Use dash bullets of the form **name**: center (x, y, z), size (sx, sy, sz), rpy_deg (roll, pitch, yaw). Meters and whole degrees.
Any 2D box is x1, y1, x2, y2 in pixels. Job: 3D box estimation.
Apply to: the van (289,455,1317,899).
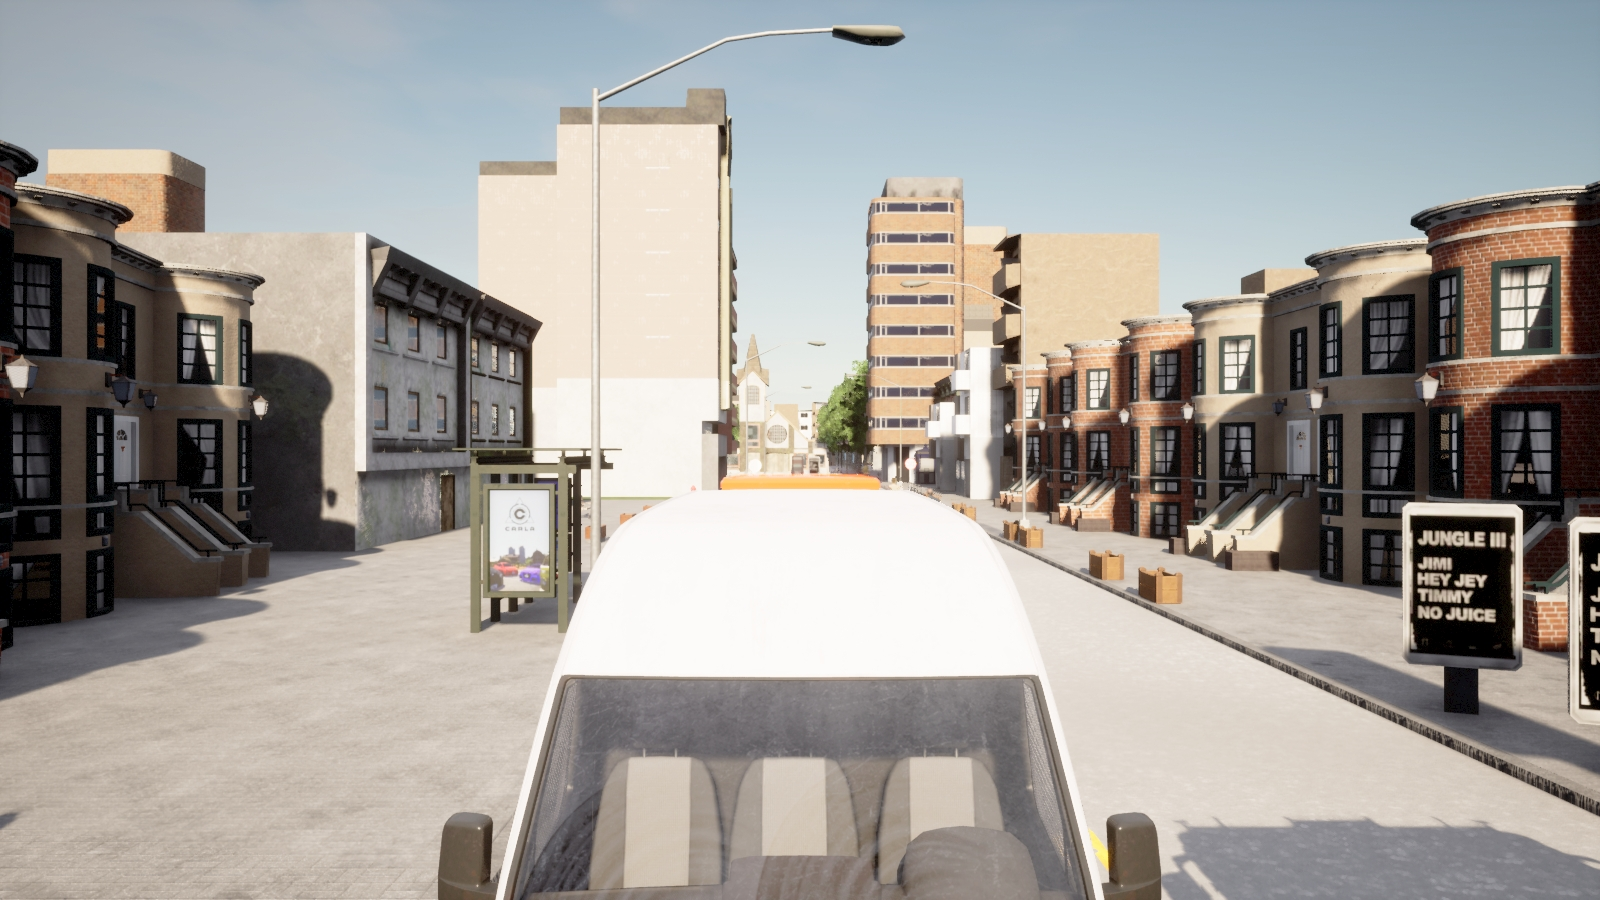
- **van**: center (0.007, 1.317, 5.167), size (1.988, 2.561, 5.915), rpy_deg (0, 0, 0)
